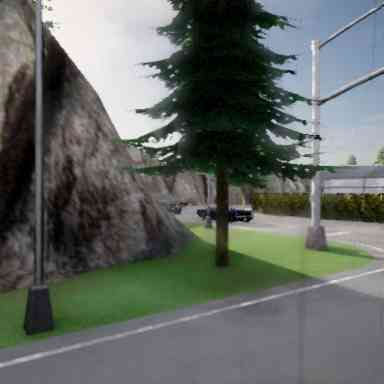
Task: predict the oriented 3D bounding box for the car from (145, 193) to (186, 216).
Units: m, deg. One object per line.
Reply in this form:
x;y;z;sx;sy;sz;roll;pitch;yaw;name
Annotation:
-2.937;1.181;32.943;2.150;2.045;5.566;0;0;-26;car

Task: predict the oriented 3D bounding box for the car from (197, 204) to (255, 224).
2.430;1.576;24.691;1.895;1.301;4.718;0;0;-34;car

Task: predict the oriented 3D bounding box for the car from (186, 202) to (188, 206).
-2.535;1.553;43.676;1.895;1.301;4.718;0;0;33;car
